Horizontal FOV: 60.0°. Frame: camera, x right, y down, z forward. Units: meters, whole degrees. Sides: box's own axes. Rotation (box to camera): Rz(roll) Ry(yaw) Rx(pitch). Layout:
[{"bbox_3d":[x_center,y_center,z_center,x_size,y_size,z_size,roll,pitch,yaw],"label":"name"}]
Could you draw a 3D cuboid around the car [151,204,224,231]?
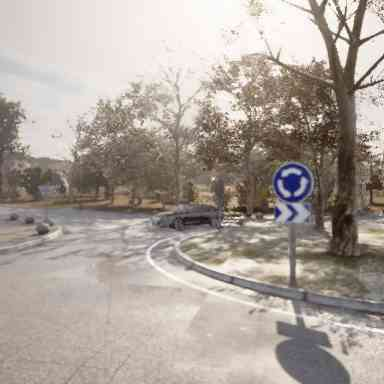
[{"bbox_3d":[-0.212,1.478,20.542,4.902,1.511,2.128,0,0,-39],"label":"car"}]
